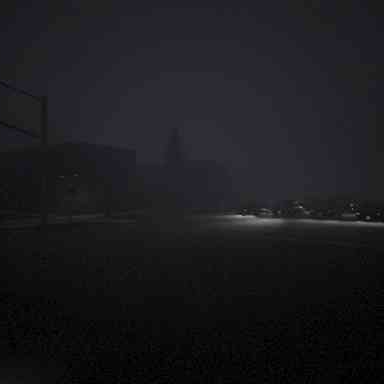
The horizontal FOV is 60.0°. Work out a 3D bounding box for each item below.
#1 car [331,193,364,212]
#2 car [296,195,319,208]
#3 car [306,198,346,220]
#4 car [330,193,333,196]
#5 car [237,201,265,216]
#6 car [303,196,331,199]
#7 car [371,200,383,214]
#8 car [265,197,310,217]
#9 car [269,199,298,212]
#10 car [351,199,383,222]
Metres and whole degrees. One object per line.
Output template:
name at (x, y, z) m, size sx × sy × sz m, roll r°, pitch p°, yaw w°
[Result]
car at (17.234, 1.349, 36.787) m, size 2.097 × 1.767 × 4.553 m, roll 0°, pitch 0°, yaw 35°
car at (16.885, 1.348, 48.465) m, size 2.097 × 1.767 × 4.553 m, roll 0°, pitch 0°, yaw 35°
car at (11.639, 1.523, 28.744) m, size 1.812 × 1.442 × 4.674 m, roll 0°, pitch 0°, yaw 34°
car at (21.223, 1.217, 48.557) m, size 2.150 × 2.045 × 5.566 m, roll 0°, pitch 0°, yaw 35°
car at (6.166, 1.559, 33.177) m, size 1.994 × 1.385 × 4.181 m, roll 0°, pitch 0°, yaw 34°
car at (15.075, 1.543, 39.812) m, size 2.033 × 1.411 × 5.357 m, roll 0°, pitch 0°, yaw 35°
car at (20.371, 1.562, 35.158) m, size 1.994 × 1.385 × 4.181 m, roll 0°, pitch 0°, yaw 35°
car at (9.068, 1.488, 31.208) m, size 2.128 × 1.511 × 4.902 m, roll 0°, pitch 0°, yaw 35°
car at (11.148, 1.596, 40.297) m, size 1.895 × 1.301 × 4.718 m, roll 0°, pitch 0°, yaw 35°
car at (14.664, 1.546, 26.998) m, size 2.033 × 1.411 × 5.357 m, roll 0°, pitch 0°, yaw 35°
